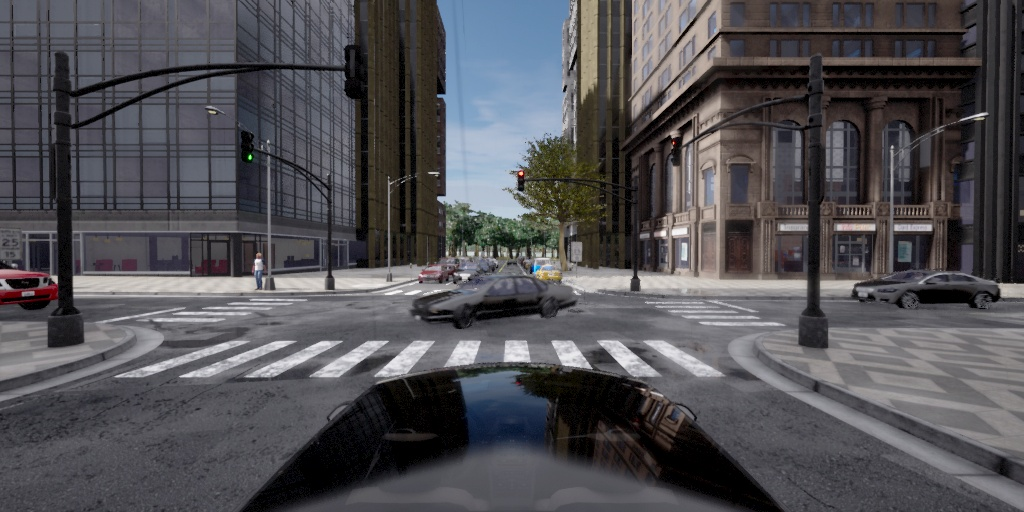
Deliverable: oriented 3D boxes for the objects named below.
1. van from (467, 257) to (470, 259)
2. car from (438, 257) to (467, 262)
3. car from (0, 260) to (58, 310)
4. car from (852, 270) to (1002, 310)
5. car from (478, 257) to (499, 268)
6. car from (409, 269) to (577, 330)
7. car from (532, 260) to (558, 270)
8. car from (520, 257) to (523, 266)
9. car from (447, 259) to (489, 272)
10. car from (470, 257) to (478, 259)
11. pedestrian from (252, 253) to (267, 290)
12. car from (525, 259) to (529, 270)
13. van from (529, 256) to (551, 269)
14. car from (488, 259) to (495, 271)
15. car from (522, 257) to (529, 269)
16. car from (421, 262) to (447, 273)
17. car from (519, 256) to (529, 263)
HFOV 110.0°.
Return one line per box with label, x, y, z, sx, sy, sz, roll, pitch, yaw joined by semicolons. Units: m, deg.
van;-5.806;1.048;38.350;1.690;1.789;3.998;0;0;0
car;-5.800;1.033;32.669;2.192;1.841;5.009;0;0;0
car;-18.386;0.841;11.553;5.566;2.045;2.150;1;1;0
car;17.005;1.349;14.870;4.902;1.511;2.128;0;1;0
car;-3.140;1.181;46.434;2.128;1.511;4.902;0;0;0
car;-0.389;1.307;11.388;5.357;1.411;2.033;0;0;-33
car;2.732;1.253;27.178;1.751;1.417;4.829;0;0;0
car;2.699;1.211;55.406;1.888;1.381;4.507;0;0;0
car;-3.135;1.220;26.500;2.128;1.511;4.902;0;0;1
car;-5.813;1.010;44.030;2.192;1.841;5.009;0;0;0
pedestrian;-12.542;0.740;17.809;0.375;1.860;0.375;0;0;0
car;2.719;1.274;38.368;1.948;1.339;4.313;0;0;0
van;2.726;1.059;32.688;1.690;1.789;3.998;0;0;0
car;-3.134;1.259;36.323;2.033;1.411;5.357;0;0;0
car;2.705;1.206;49.897;1.751;1.417;4.829;0;0;0
car;-5.793;1.310;26.989;1.802;1.307;4.207;0;0;0
car;2.692;1.200;61.085;2.007;1.370;4.403;0;0;0
